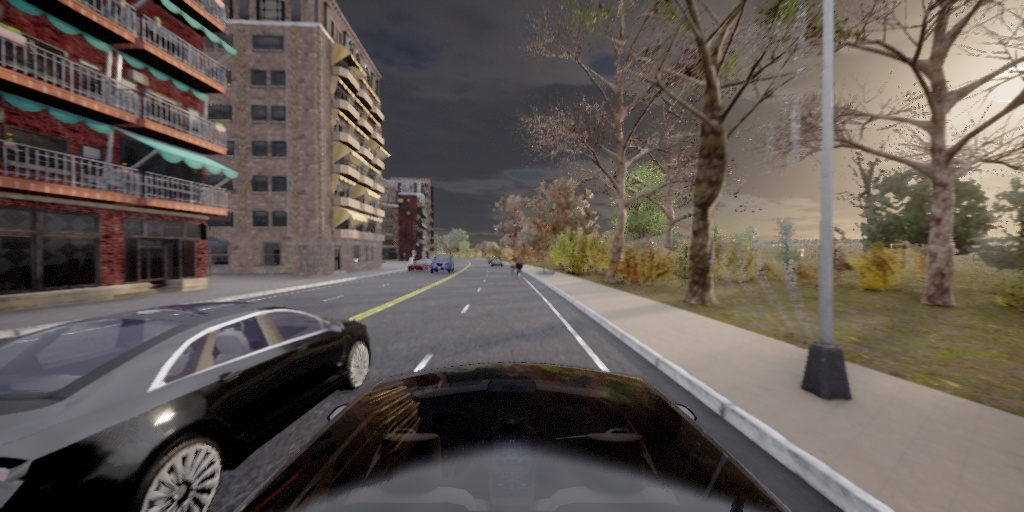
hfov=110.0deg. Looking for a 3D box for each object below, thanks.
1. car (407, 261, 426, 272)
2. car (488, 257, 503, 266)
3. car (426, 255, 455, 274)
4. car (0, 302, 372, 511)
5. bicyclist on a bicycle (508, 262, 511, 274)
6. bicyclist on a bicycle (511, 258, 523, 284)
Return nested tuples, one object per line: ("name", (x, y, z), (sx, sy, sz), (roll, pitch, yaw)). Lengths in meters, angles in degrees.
("car", (-11.065, 1.233, 42.624), (1.895, 1.301, 4.718), (0, 0, -3))
("car", (-2.681, 1.092, 62.921), (1.994, 1.385, 4.181), (0, 0, -5))
("car", (-7.663, 0.853, 39.900), (2.150, 2.045, 5.566), (0, 0, -3))
("car", (-3.170, 1.241, 3.875), (2.128, 1.511, 4.902), (0, 0, 0))
("bicyclist on a bicycle", (0.052, 1.065, 35.253), (0.866, 1.612, 1.509), (0, 0, -3))
("bicyclist on a bicycle", (0.493, 1.037, 24.924), (0.659, 1.776, 1.843), (0, 0, -2))
